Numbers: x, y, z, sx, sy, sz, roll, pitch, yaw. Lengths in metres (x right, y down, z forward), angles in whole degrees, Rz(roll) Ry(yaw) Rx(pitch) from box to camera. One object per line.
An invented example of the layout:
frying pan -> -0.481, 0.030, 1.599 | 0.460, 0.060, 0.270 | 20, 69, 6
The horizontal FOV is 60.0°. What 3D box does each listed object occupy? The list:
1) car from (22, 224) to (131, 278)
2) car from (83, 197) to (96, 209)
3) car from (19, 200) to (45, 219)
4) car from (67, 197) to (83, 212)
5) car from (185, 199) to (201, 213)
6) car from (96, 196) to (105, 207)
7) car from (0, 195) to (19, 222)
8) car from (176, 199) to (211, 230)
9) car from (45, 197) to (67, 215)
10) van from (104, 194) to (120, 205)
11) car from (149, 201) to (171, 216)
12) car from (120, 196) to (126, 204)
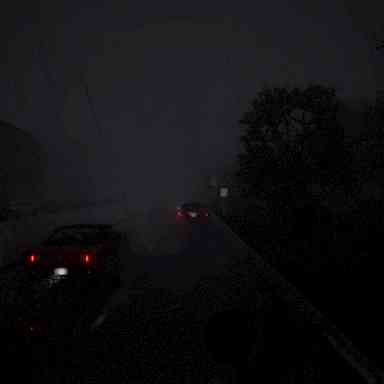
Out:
car -> -3.152, 1.630, 10.237 | 1.895, 1.301, 4.718 | 0, 0, 0
car -> -15.520, 1.461, 46.225 | 2.185, 1.767, 4.553 | 0, 0, 0
car -> -15.477, 1.537, 29.622 | 2.097, 1.535, 5.008 | 0, 0, 0
car -> -15.506, 1.444, 40.699 | 2.185, 1.767, 4.553 | 0, 0, 0
car -> 0.092, 1.616, 39.509 | 1.837, 1.490, 4.892 | 0, 0, 0
car -> -15.535, 1.643, 51.845 | 2.002, 1.452, 4.674 | 0, 0, 0
car -> -15.462, 1.269, 24.190 | 2.435, 2.045, 5.566 | 0, 0, 0
car -> 0.096, 1.413, 21.741 | 2.097, 1.767, 4.553 | 0, 0, 0
car -> -15.492, 1.554, 35.148 | 2.231, 1.521, 4.892 | 0, 0, 0
van -> -15.564, 1.410, 62.777 | 1.878, 1.987, 4.442 | 0, 0, 0
car -> -3.155, 1.641, 33.460 | 2.033, 1.411, 5.357 | 0, 0, 0
car -> -15.580, 1.683, 68.388 | 2.163, 1.488, 4.792 | 0, 0, 0
